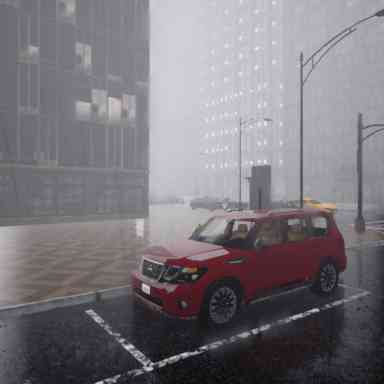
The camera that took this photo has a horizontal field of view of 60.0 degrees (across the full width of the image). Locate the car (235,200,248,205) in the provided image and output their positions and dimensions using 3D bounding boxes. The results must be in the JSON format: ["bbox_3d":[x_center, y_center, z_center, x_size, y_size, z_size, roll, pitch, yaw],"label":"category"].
[{"bbox_3d":[3.999,1.272,36.439,1.895,1.301,4.718,0,1,-37],"label":"car"}]

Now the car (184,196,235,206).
[{"bbox_3d":[1.703,1.162,34.079,2.128,1.511,4.902,0,1,-37],"label":"car"}]

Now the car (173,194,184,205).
[{"bbox_3d":[-2.868,1.019,45.717,2.128,1.511,4.902,0,1,-36],"label":"car"}]

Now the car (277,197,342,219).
[{"bbox_3d":[9.910,1.271,28.471,1.882,1.535,5.008,0,1,-37],"label":"car"}]

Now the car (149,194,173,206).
[{"bbox_3d":[-5.106,1.076,43.267,2.033,1.411,5.357,0,1,-36],"label":"car"}]

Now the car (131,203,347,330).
[{"bbox_3d":[1.268,1.315,7.083,5.009,1.841,2.192,0,0,-35],"label":"car"}]

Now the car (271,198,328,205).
[{"bbox_3d":[7.625,1.341,26.094,2.033,1.411,5.357,0,1,-37],"label":"car"}]
